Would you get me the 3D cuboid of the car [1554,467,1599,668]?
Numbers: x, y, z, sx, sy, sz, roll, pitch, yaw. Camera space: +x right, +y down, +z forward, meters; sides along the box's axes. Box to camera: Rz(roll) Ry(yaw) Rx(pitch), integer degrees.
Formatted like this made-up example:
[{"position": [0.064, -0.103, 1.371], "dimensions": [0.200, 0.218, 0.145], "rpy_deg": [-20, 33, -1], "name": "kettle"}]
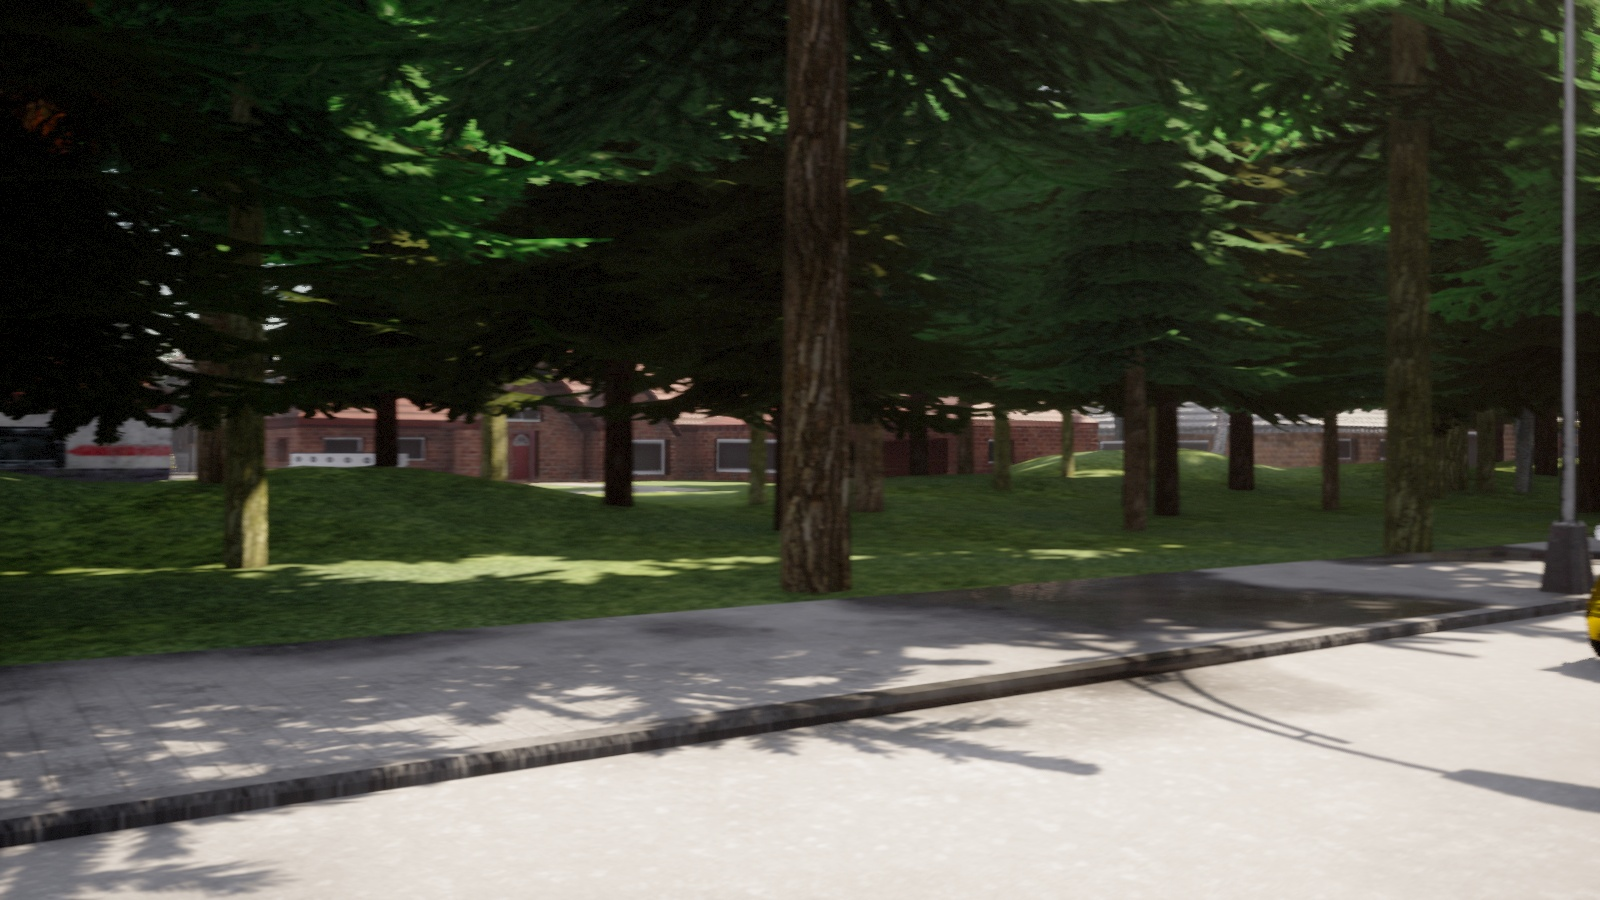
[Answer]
[{"position": [6.671, 0.810, 8.912], "dimensions": [2.207, 1.376, 1.481], "rpy_deg": [0, 0, -35], "name": "car"}]
